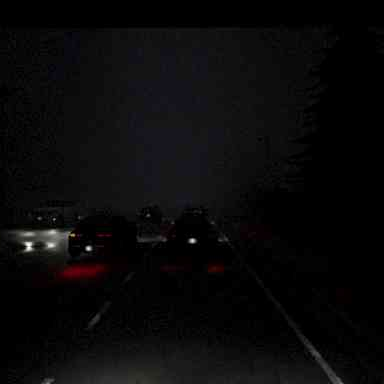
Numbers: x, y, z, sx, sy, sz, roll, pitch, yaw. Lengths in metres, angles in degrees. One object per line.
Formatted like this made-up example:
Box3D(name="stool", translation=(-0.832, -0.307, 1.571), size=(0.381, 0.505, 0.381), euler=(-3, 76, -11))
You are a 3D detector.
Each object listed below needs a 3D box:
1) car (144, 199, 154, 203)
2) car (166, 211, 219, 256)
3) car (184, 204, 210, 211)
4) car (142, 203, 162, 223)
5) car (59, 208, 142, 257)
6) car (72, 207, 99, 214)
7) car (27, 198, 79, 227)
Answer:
Box3D(name="car", translation=(-10.440, 2.354, 80.578), size=(1.882, 1.535, 5.008), euler=(0, -1, 0))
Box3D(name="car", translation=(0.029, 1.716, 13.741), size=(1.994, 1.385, 4.181), euler=(0, -1, 0))
Box3D(name="car", translation=(0.387, 1.806, 28.579), size=(2.128, 1.511, 4.902), euler=(0, -1, 9))
Box3D(name="car", translation=(-3.621, 1.878, 28.612), size=(1.994, 1.385, 4.181), euler=(0, -1, -4))
Box3D(name="car", translation=(-3.474, 1.657, 13.654), size=(1.837, 1.490, 4.892), euler=(0, 0, 0))
Box3D(name="car", translation=(-6.995, 1.875, 24.976), size=(1.895, 1.301, 4.718), euler=(0, -1, 0))
Box3D(name="car", translation=(-10.488, 1.508, 25.689), size=(2.150, 2.045, 5.566), euler=(0, -1, 0))
